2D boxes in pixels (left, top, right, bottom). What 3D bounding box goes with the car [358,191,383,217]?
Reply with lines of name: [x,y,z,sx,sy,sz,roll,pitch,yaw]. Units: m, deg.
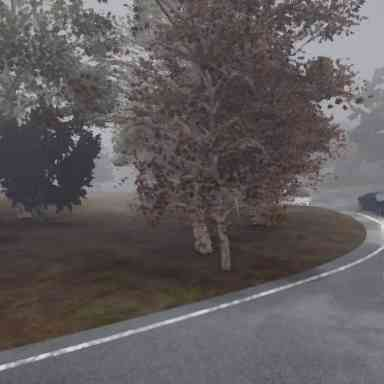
car: [13.460,0.746,23.481,1.882,1.535,5.008,-2,2,6]

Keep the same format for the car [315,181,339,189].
car: [24.763,-1.367,61.013,4.181,1.385,1.994,-4,2,-20]

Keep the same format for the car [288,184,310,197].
car: [13.794,0.010,43.625,1.994,1.385,4.181,-3,2,0]
